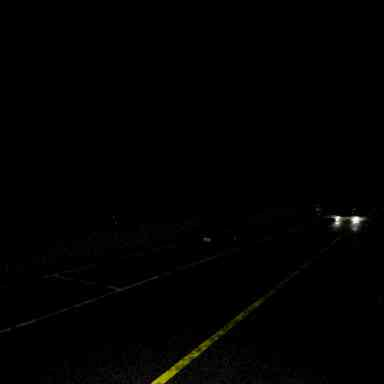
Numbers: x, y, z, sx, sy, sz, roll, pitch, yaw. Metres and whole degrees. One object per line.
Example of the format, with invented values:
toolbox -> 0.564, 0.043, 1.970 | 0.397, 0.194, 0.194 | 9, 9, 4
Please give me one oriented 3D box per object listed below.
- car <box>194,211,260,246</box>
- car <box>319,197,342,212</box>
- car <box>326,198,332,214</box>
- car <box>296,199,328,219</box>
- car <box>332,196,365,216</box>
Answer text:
car -> 1.756, 1.566, 15.359 | 1.947, 1.339, 4.313 | 0, 0, 32
car -> 16.239, 1.441, 38.884 | 1.967, 1.590, 4.097 | 0, 0, 32
car -> 13.342, 1.567, 34.179 | 1.947, 1.339, 4.313 | 0, 0, 32
car -> 10.446, 1.582, 29.474 | 1.802, 1.307, 4.206 | 0, 0, 32
car -> 15.249, 1.478, 32.336 | 1.882, 1.535, 5.008 | 0, 0, 32
